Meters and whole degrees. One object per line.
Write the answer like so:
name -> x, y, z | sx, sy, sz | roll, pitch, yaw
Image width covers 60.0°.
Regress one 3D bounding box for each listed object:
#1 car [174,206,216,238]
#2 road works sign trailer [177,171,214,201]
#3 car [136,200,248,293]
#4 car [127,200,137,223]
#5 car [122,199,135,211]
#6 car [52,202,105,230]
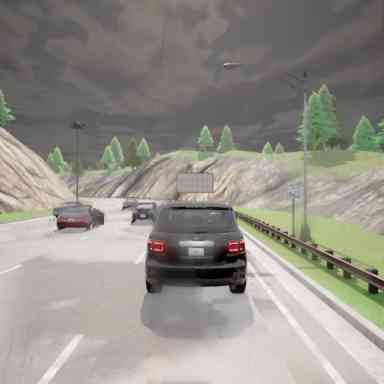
car -> 0.126, 1.557, 18.177 | 1.994, 1.385, 4.181 | 0, 0, -1
road works sign trailer -> 0.200, 0.464, 21.674 | 2.380, 3.560, 2.880 | 0, 0, 0
car -> 0.092, 1.221, 8.962 | 2.150, 2.045, 5.566 | 0, 0, 0
car -> -3.431, 1.526, 25.462 | 1.812, 1.442, 4.674 | 0, 0, 0
car -> -7.742, 1.546, 41.661 | 2.033, 1.411, 5.357 | 0, 0, -8
car -> -6.915, 1.563, 21.089 | 1.994, 1.385, 4.181 | 0, 0, 0
